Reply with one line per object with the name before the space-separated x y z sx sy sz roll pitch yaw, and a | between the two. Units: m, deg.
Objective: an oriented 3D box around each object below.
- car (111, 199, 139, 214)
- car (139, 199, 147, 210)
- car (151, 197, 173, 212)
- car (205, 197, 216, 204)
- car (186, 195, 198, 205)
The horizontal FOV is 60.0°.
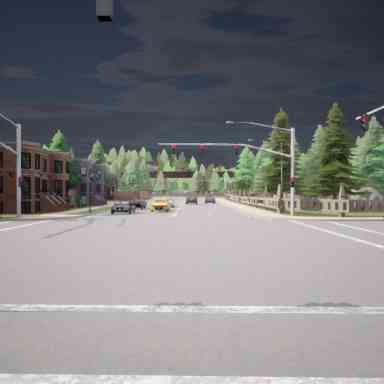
car | -7.127 1.564 34.835 1.994 1.385 4.181 0 0 0
car | -7.124 1.601 43.587 1.895 1.301 4.718 0 0 0
car | -3.627 1.478 38.810 1.882 1.535 5.008 0 0 0
car | 3.545 1.564 65.183 1.994 1.385 4.181 0 0 0
car | -0.052 1.352 60.203 2.097 1.767 4.553 0 0 0
